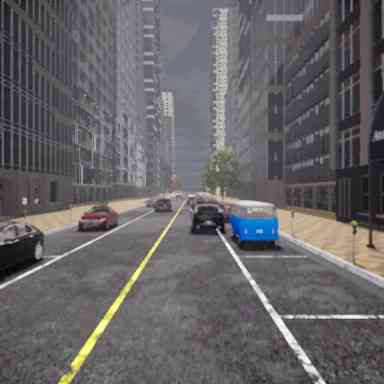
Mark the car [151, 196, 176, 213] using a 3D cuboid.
[{"bbox_3d":[-3.107,1.456,37.014,1.837,1.490,4.892,0,0,0],"label":"car"}]

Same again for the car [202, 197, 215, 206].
[{"bbox_3d":[2.671,1.472,54.901,2.008,1.369,4.403,0,0,0],"label":"car"}]

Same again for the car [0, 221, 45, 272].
[{"bbox_3d":[-5.694,1.539,9.362,2.008,1.369,4.403,0,0,0],"label":"car"}]

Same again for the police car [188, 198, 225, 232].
[{"bbox_3d":[0.892,1.399,20.182,1.930,1.638,5.238,0,0,0],"label":"police car"}]

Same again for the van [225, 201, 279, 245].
[{"bbox_3d":[2.684,1.321,15.054,1.690,1.788,3.998,0,0,0],"label":"van"}]

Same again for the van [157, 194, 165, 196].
[{"bbox_3d":[-5.711,1.249,60.594,1.690,1.788,3.998,0,0,0],"label":"van"}]

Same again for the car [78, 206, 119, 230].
[{"bbox_3d":[-5.698,1.555,20.746,1.802,1.307,4.206,0,0,0],"label":"car"}]

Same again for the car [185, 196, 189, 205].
[{"bbox_3d":[-0.020,1.443,56.651,1.812,1.442,4.674,0,0,0],"label":"car"}]

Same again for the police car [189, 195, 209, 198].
[{"bbox_3d":[0.887,1.377,36.183,1.930,1.638,5.238,0,0,0],"label":"police car"}]

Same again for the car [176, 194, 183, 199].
[{"bbox_3d":[-3.029,1.220,78.549,1.882,1.535,5.008,0,0,0],"label":"car"}]

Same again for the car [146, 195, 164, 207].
[{"bbox_3d":[-5.708,1.483,49.209,2.008,1.369,4.403,0,0,0],"label":"car"}]

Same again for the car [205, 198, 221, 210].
[{"bbox_3d":[2.675,1.524,43.516,1.802,1.307,4.206,0,0,0],"label":"car"}]

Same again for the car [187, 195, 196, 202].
[{"bbox_3d":[-0.026,1.338,71.679,1.895,1.301,4.718,0,0,0],"label":"car"}]

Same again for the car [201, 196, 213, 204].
[{"bbox_3d":[2.669,1.458,60.593,2.008,1.369,4.403,0,0,0],"label":"car"}]

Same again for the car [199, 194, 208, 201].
[{"bbox_3d":[2.663,1.299,77.670,1.967,1.590,4.097,0,0,0],"label":"car"}]

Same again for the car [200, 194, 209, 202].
[{"bbox_3d":[2.665,1.315,71.978,1.967,1.590,4.097,0,0,0],"label":"car"}]

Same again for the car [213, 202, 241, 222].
[{"bbox_3d":[2.680,1.547,26.438,1.802,1.307,4.206,0,0,0],"label":"car"}]
